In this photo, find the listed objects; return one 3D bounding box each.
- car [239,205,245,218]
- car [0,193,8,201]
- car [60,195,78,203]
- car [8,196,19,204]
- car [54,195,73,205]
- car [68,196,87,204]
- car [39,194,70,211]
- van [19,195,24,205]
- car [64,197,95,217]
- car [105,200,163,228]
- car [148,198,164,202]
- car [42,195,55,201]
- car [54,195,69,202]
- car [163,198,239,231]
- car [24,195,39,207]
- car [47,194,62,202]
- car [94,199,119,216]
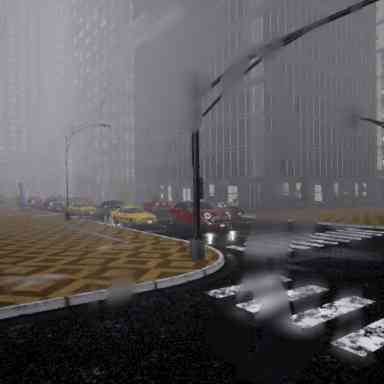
[{"bbox_3d":[2.452,1.455,27.704,2.008,1.369,4.403,-1,1,-36],"label":"car"},{"bbox_3d":[-46.241,1.449,81.666,1.887,1.381,4.507,-1,1,-36],"label":"car"},{"bbox_3d":[-23.617,1.385,63.714,2.008,1.369,4.403,-1,1,-36],"label":"car"},{"bbox_3d":[-33.259,1.493,63.623,2.008,1.369,4.403,-1,1,-36],"label":"car"},{"bbox_3d":[-22.418,1.358,57.838,1.882,1.535,5.008,-1,1,-35],"label":"car"},{"bbox_3d":[-20.372,1.388,59.204,1.887,1.381,4.507,-1,1,-36],"label":"car"},{"bbox_3d":[-17.032,1.429,41.068,1.967,1.590,4.097,-1,1,-36],"label":"car"},{"bbox_3d":[-26.770,1.302,54.600,1.690,1.788,3.998,-1,1,-36],"label":"van"},{"bbox_3d":[-10.490,1.533,31.877,1.752,1.417,4.829,-1,1,-36],"label":"car"},{"bbox_3d":[-4.055,1.551,22.813,1.752,1.417,4.829,-1,1,-36],"label":"car"},{"bbox_3d":[-4.099,1.328,36.684,1.967,1.590,4.097,-1,1,-36],"label":"car"},{"bbox_3d":[-33.453,1.331,77.384,1.752,1.417,4.829,-1,1,-36],"label":"car"},{"bbox_3d":[-26.862,1.407,68.225,1.802,1.307,4.206,-1,1,-36],"label":"car"},{"bbox_3d":[0.445,1.346,20.992,2.097,1.767,4.553,-1,1,-36],"label":"car"},{"bbox_3d":[-23.523,1.411,50.090,1.967,1.590,4.097,-1,1,-36],"label":"car"},{"bbox_3d":[-30.109,1.255,72.735,1.967,1.590,4.097,-1,1,-36],"label":"car"},{"bbox_3d":[-7.420,1.479,31.932,1.837,1.490,4.892,-1,0,-36],"label":"car"}]
